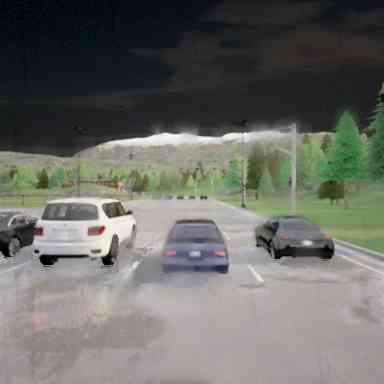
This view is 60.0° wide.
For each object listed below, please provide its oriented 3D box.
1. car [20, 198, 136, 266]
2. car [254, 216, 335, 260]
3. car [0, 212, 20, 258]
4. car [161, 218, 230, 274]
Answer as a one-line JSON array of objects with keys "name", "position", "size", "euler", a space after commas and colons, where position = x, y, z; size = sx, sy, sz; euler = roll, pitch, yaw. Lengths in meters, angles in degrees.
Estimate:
[{"name": "car", "position": [-3.411, 1.219, 11.618], "size": [2.150, 2.045, 5.566], "euler": [0, 0, 0]}, {"name": "car", "position": [3.592, 1.560, 12.345], "size": [1.994, 1.385, 4.181], "euler": [0, 0, 0]}, {"name": "car", "position": [-6.909, 1.489, 12.643], "size": [2.128, 1.511, 4.902], "euler": [0, 0, 0]}, {"name": "car", "position": [0.088, 1.545, 10.520], "size": [2.033, 1.411, 5.357], "euler": [0, 0, 0]}]
